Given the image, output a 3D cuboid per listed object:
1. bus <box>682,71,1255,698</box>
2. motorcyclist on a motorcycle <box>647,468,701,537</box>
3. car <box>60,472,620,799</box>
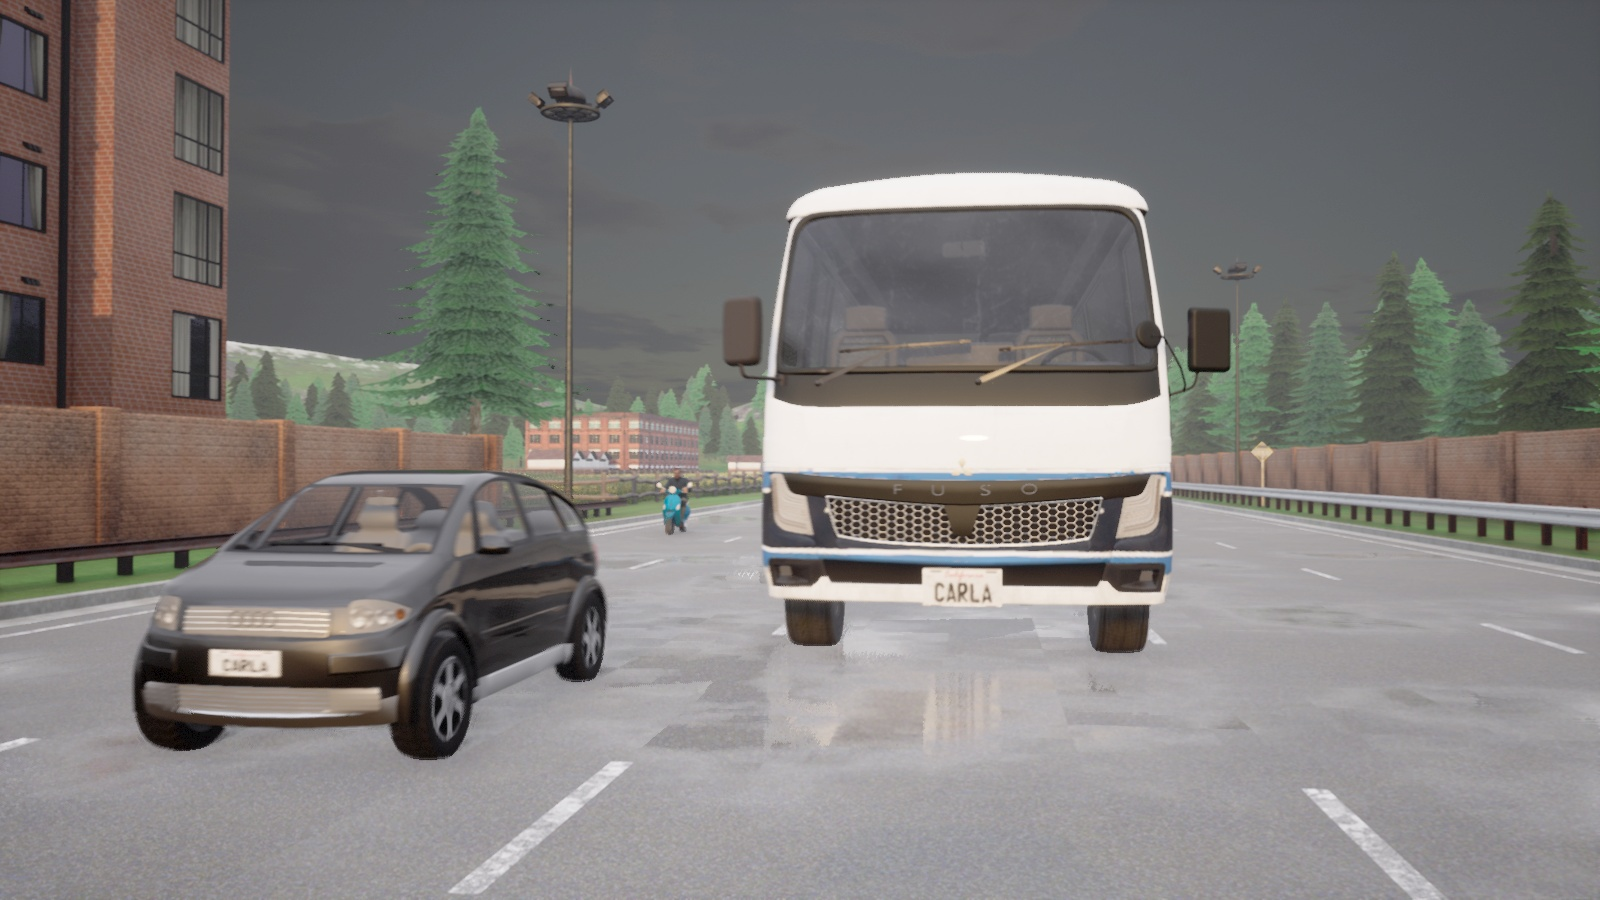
[{"bbox_3d":[1.823,-0.364,13.871,3.944,4.253,10.273,0,-1,8],"label":"bus"},{"bbox_3d":[-2.990,1.232,29.874,0.866,1.590,1.817,0,-1,8],"label":"motorcyclist on a motorcycle"},{"bbox_3d":[-2.531,0.923,7.955,1.789,1.549,3.705,0,-1,8],"label":"car"}]
